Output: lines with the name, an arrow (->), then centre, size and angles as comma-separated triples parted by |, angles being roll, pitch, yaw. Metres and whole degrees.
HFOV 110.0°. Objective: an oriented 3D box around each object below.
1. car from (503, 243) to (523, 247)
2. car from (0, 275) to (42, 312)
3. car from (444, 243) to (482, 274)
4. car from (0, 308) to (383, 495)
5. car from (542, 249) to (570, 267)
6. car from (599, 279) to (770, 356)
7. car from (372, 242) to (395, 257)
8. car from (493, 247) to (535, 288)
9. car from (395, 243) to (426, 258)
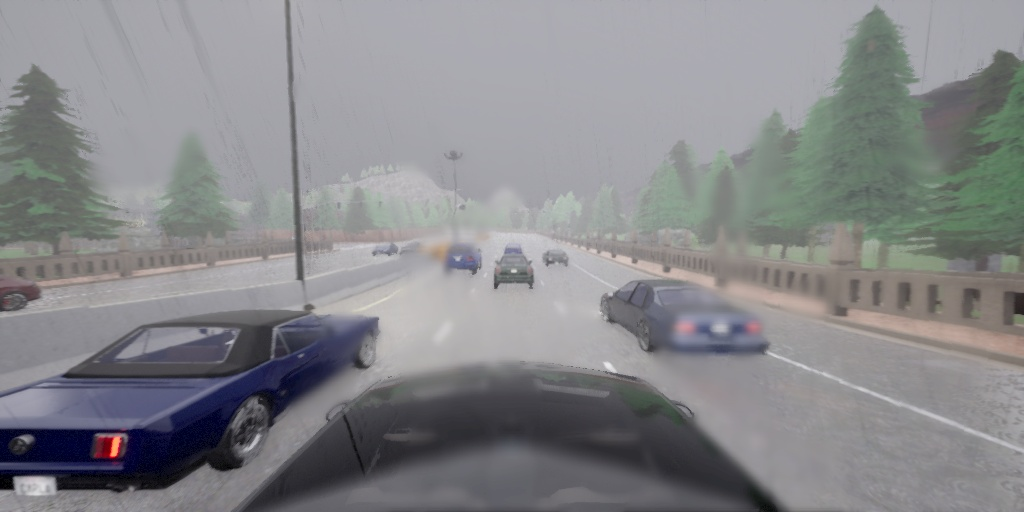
car -> 0.141, -0.612, 37.431 | 1.882, 1.535, 5.008 | 0, 5, 0
car -> -17.601, 1.205, 10.747 | 1.812, 1.442, 4.674 | 0, 1, 0
car -> -3.402, 0.098, 25.638 | 2.150, 2.045, 5.566 | 0, 5, 0
car -> -3.401, 1.355, 4.785 | 1.895, 1.301, 4.718 | 0, 0, 0
car -> 3.609, 0.100, 30.234 | 1.895, 1.301, 4.718 | 0, 5, 0
car -> 3.599, 1.264, 8.694 | 2.033, 1.411, 5.357 | 0, 1, 0
car -> -14.003, -0.775, 40.001 | 1.812, 1.442, 4.674 | 0, 4, 1
car -> 0.097, 0.636, 19.870 | 2.097, 1.767, 4.553 | 0, 3, 0
car -> -10.519, -0.662, 38.403 | 1.837, 1.490, 4.892 | 0, 4, 1
